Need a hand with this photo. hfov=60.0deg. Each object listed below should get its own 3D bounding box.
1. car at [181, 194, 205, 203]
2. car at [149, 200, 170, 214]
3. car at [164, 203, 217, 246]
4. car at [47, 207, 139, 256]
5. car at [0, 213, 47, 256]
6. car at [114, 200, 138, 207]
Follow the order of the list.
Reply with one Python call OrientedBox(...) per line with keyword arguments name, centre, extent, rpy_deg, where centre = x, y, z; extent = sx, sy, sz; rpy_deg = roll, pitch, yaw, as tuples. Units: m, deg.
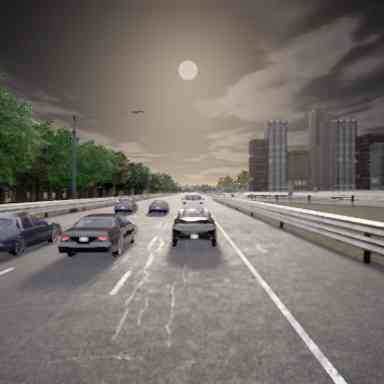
OrientedBox(name="car", centre=(0.091, 1.187, 33.620), extent=(2.150, 2.045, 5.566), rpy_deg=(0, 0, 0))
OrientedBox(name="car", centre=(-3.410, 1.528, 35.133), extent=(1.994, 1.385, 4.181), rpy_deg=(0, 0, 0))
OrientedBox(name="car", centre=(0.095, 1.476, 15.113), extent=(2.128, 1.511, 4.902), rpy_deg=(0, 0, 0))
OrientedBox(name="car", centre=(-3.404, 1.534, 12.974), extent=(2.033, 1.411, 5.357), rpy_deg=(0, 0, 0))
OrientedBox(name="car", centre=(-6.904, 1.534, 12.937), extent=(2.033, 1.411, 5.357), rpy_deg=(0, 0, 0))
OrientedBox(name="car", centre=(-6.911, 1.528, 35.227), extent=(1.994, 1.385, 4.181), rpy_deg=(0, 0, 0))
